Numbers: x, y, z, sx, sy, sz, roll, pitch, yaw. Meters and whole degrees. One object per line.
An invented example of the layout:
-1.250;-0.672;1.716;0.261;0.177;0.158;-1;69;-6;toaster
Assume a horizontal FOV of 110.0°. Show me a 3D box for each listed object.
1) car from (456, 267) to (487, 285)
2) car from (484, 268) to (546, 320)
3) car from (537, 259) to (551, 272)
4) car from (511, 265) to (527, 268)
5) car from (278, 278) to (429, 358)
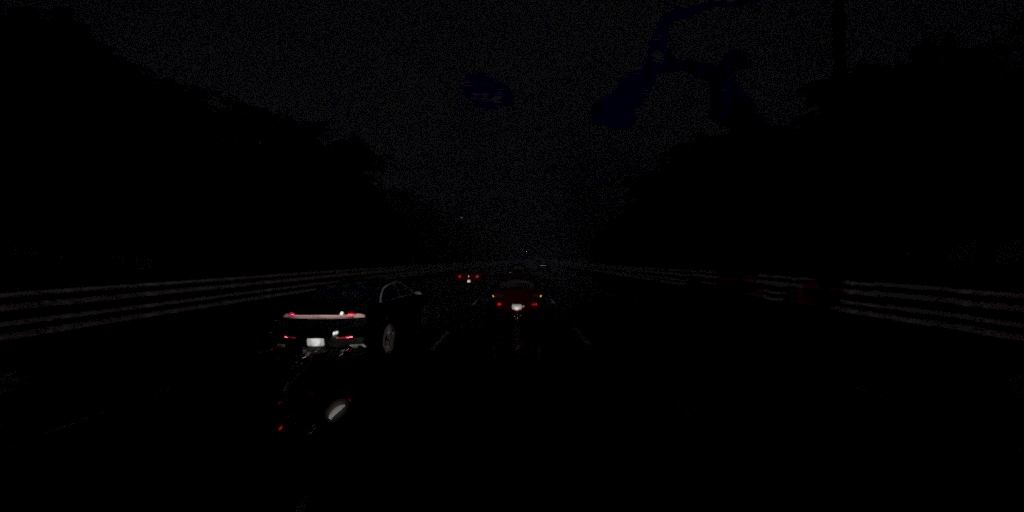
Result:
-3.033;1.519;27.885;1.895;1.301;4.718;0;0;2;car
0.174;1.337;12.841;1.812;1.442;4.674;0;0;1;car
5.149;1.727;58.142;2.128;1.511;4.902;0;-1;3;car
0.566;1.475;31.165;1.812;1.442;4.674;0;0;2;car
-3.360;1.276;8.590;2.128;1.511;4.902;0;0;0;car
